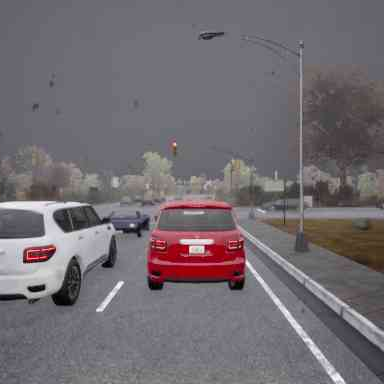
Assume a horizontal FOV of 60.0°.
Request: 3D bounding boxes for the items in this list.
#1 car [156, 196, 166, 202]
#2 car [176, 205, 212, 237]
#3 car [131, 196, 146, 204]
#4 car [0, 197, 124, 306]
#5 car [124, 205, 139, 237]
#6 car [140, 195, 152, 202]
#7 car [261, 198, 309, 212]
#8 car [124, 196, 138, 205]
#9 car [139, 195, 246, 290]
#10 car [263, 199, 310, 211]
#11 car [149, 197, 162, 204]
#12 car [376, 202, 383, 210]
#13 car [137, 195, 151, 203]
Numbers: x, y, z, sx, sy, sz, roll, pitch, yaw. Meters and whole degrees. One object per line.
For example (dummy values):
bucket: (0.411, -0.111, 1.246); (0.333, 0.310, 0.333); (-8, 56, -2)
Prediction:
car: (-7.044, 1.595, 75.577); (1.895, 1.301, 4.718); (0, 0, 0)
car: (0.090, 1.526, 18.911); (1.812, 1.442, 4.674); (0, 0, 0)
car: (-10.562, 1.548, 66.114); (2.033, 1.411, 5.357); (0, 0, 0)
car: (-3.405, 1.221, 8.157); (2.150, 2.045, 5.566); (0, 0, 0)
car: (-3.410, 1.601, 17.925); (1.895, 1.301, 4.718); (0, 0, 0)
car: (-10.544, 1.525, 76.496); (2.128, 1.511, 4.902); (0, 0, 0)
car: (10.344, 1.505, 37.637); (4.892, 1.490, 1.837); (0, 0, 1)
car: (-10.618, 1.505, 54.951); (1.837, 1.490, 4.892); (0, 0, 0)
car: (0.092, 1.221, 9.217); (2.150, 2.045, 5.566); (0, 0, 0)
car: (11.628, 1.548, 41.194); (5.357, 1.411, 2.033); (0, 0, 3)
car: (-7.077, 1.601, 65.243); (1.895, 1.301, 4.718); (0, 0, 1)
car: (24.820, 1.552, 40.492); (4.181, 1.385, 1.994); (0, 0, 3)
car: (-7.113, 1.547, 54.557); (2.033, 1.411, 5.357); (0, 0, 0)
